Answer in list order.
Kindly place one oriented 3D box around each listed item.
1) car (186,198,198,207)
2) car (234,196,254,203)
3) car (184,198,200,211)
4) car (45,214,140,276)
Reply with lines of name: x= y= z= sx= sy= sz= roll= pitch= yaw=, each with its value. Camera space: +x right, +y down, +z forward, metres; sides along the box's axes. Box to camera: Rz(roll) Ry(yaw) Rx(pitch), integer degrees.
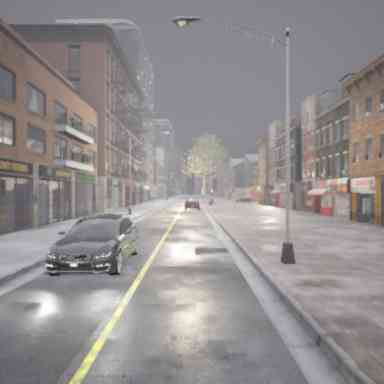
car: x=0.024 y=1.586 z=51.976 sx=1.895 sy=1.301 sz=4.718 roll=0 pitch=0 yaw=0
car: x=10.956 y=1.498 z=69.872 sx=4.097 sy=1.590 sz=1.967 roll=0 pitch=0 yaw=0
car: x=0.018 y=1.464 z=41.417 sx=1.882 sy=1.535 sz=5.008 roll=0 pitch=0 yaw=0
car: x=-2.824 y=1.501 z=10.402 sx=1.837 sy=1.490 sz=4.892 roll=0 pitch=0 yaw=0
